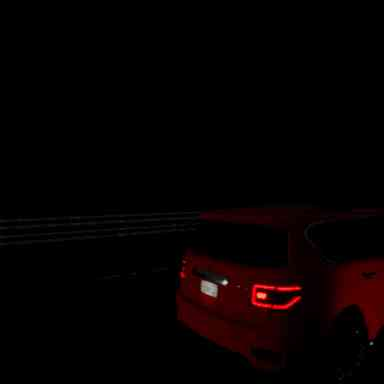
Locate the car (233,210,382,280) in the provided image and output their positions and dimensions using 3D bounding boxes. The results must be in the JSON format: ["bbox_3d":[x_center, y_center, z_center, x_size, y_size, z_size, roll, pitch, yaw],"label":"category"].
[{"bbox_3d":[3.880,1.490,10.810,4.902,1.511,2.128,0,1,-35],"label":"car"}]

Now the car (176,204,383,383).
[{"bbox_3d":[2.381,1.224,5.447,5.566,2.045,2.150,0,0,-36],"label":"car"}]
